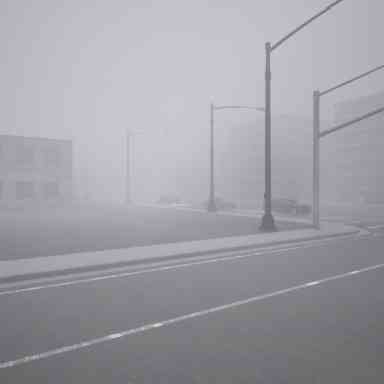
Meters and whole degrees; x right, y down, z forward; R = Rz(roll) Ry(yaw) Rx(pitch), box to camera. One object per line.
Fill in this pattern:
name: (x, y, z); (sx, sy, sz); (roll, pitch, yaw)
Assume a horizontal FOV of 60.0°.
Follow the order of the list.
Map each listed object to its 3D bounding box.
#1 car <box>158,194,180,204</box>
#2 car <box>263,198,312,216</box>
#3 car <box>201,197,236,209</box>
car: (-3.494, 1.069, 50.284); (1.994, 1.385, 4.181); (0, 1, -34)
car: (9.063, 1.345, 31.978); (1.882, 1.535, 5.008); (0, 1, -35)
car: (3.228, 1.316, 40.454); (1.895, 1.301, 4.718); (0, 1, -34)
